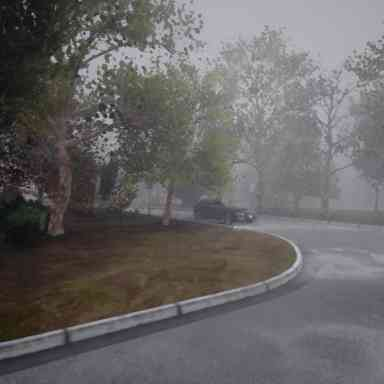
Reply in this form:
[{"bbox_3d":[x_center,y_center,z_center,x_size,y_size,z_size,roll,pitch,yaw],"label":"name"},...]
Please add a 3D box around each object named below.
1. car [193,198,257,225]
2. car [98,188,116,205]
[{"bbox_3d":[1.997,1.155,21.165,1.837,1.490,4.892,1,0,-36],"label":"car"},{"bbox_3d":[-11.482,0.575,38.104,5.566,2.045,2.150,1,-1,11],"label":"car"}]
